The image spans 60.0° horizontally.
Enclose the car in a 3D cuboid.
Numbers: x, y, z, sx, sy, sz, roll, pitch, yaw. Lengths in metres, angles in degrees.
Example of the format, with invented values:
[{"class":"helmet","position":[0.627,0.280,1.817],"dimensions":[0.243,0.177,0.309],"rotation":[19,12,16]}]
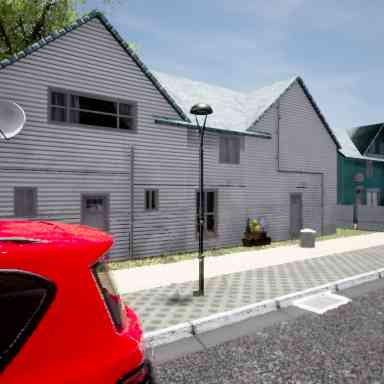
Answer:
[{"class":"car","position":[-2.762,1.222,1.105],"dimensions":[5.566,2.045,2.150],"rotation":[0,0,-35]}]
